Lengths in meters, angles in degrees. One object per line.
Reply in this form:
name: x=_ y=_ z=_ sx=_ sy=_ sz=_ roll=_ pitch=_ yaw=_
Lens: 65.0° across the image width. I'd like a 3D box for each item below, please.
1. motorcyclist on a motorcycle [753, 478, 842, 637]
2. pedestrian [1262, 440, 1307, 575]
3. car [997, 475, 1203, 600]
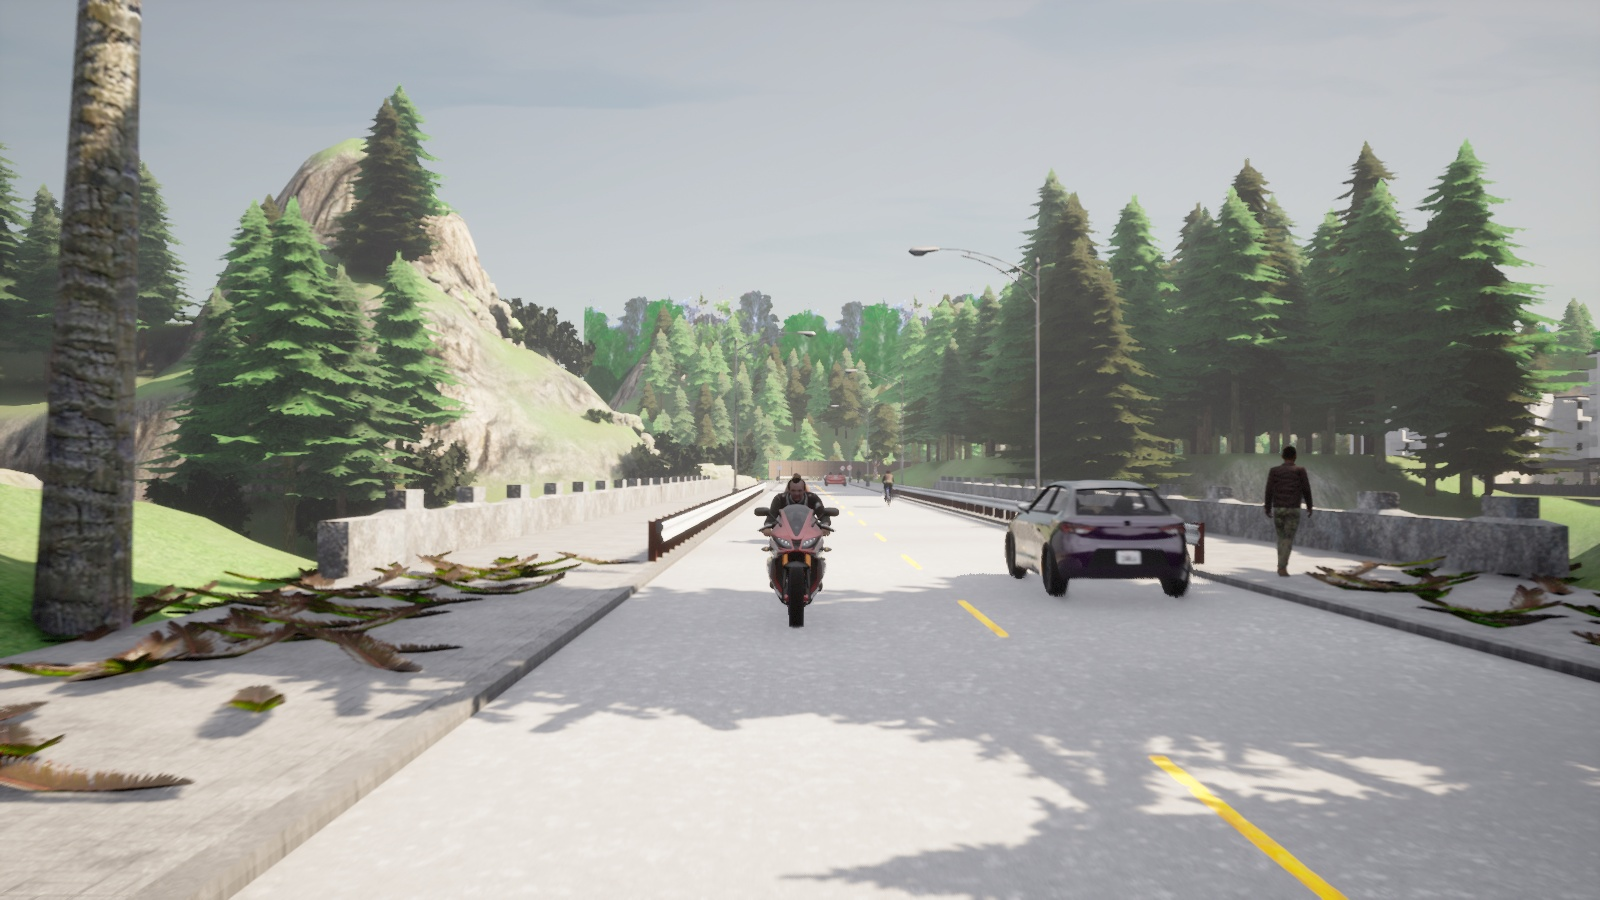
motorcyclist on a motorcycle: x=-0.028 y=1.073 z=13.359 sx=0.866 sy=1.530 sz=2.191 roll=0 pitch=-1 yaw=0
pedestrian: x=6.783 y=0.790 z=17.562 sx=0.431 sy=1.840 sz=0.703 roll=-1 pitch=-1 yaw=33
car: x=3.964 y=1.102 z=17.295 sx=1.816 sy=1.474 sz=4.193 roll=0 pitch=-1 yaw=0
